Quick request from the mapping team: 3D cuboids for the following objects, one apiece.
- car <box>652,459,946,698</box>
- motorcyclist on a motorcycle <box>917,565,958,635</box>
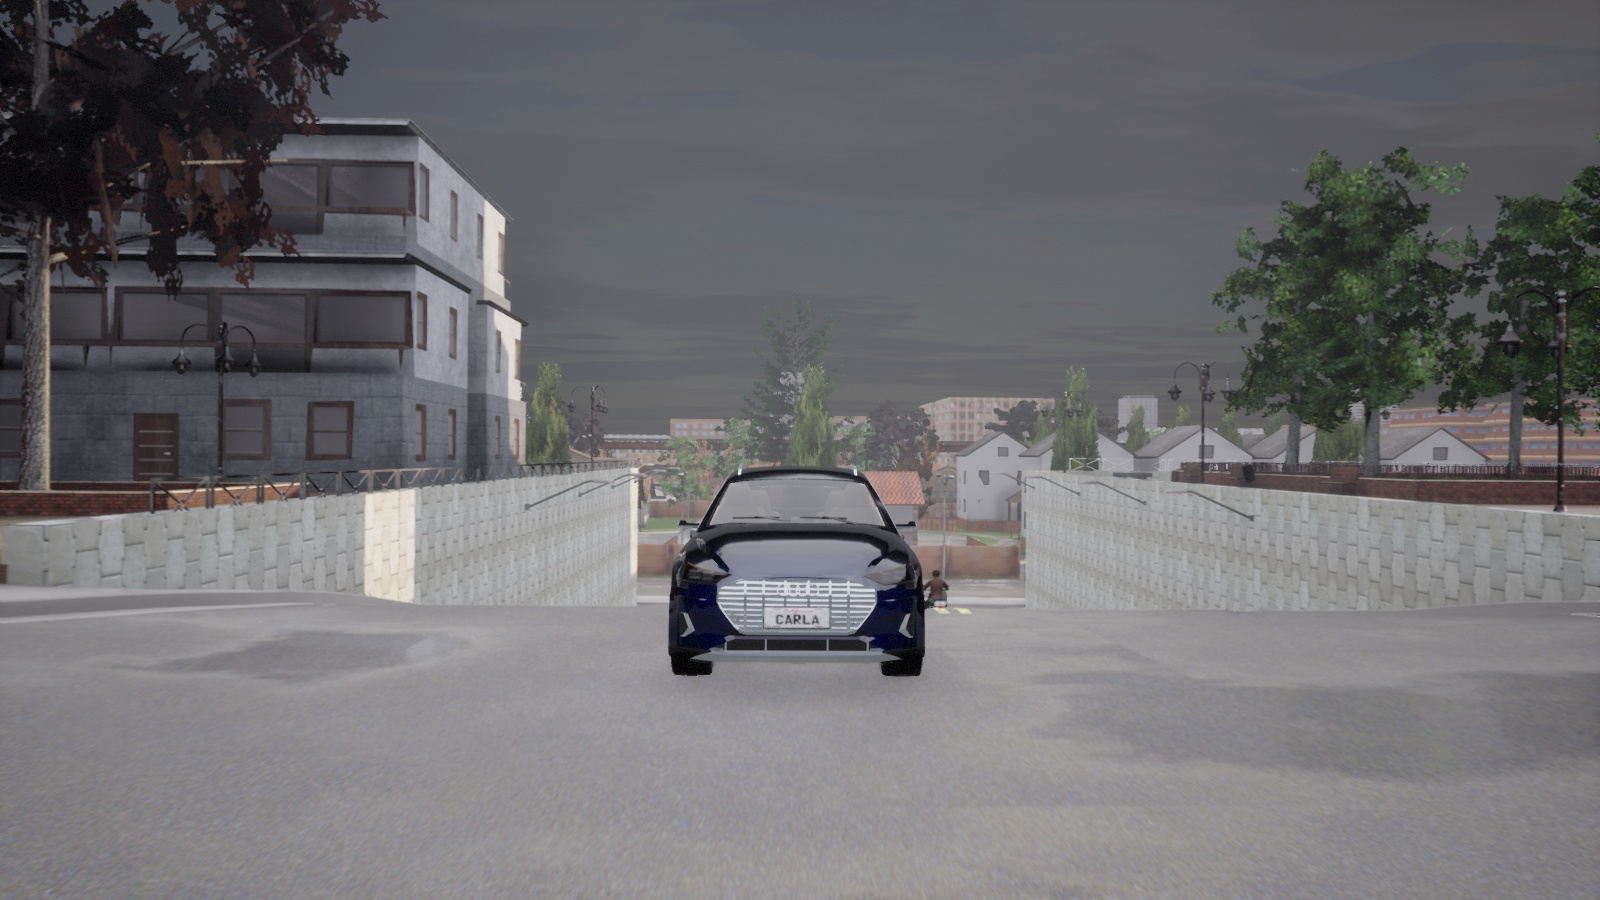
[{"bbox_3d":[-0.015,0.928,11.140,2.033,1.649,4.856,0,-1,0],"label":"car"},{"bbox_3d":[3.448,3.817,31.705,0.766,1.649,2.350,0,-10,0],"label":"motorcyclist on a motorcycle"}]
